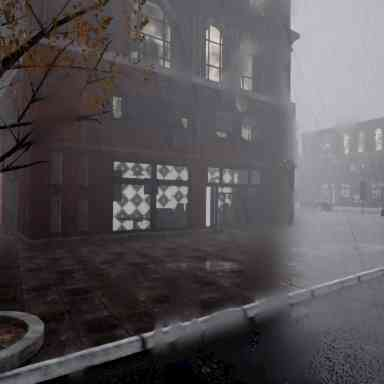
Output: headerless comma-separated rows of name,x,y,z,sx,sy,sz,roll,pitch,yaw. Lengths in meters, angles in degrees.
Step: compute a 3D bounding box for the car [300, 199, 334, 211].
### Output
car,15.561,1.617,41.686,2.008,1.369,4.403,1,-1,-28
